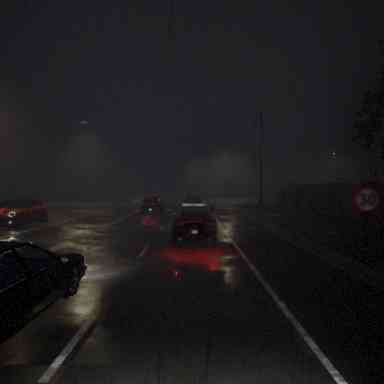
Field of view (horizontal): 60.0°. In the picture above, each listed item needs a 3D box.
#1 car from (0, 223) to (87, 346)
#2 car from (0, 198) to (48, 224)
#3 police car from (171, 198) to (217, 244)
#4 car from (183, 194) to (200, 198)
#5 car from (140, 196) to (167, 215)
[{"bbox_3d":[-3.401,1.529,5.401,2.033,1.411,5.357,0,0,0],"label":"car"},{"bbox_3d":[-10.548,1.173,19.953,2.097,1.767,4.553,0,1,1],"label":"car"},{"bbox_3d":[0.098,1.312,15.463,1.930,1.638,5.238,0,1,0],"label":"police car"},{"bbox_3d":[0.093,0.997,35.727,2.128,1.511,4.902,0,1,0],"label":"car"},{"bbox_3d":[-3.405,1.138,29.608,1.837,1.490,4.892,0,1,0],"label":"car"}]
